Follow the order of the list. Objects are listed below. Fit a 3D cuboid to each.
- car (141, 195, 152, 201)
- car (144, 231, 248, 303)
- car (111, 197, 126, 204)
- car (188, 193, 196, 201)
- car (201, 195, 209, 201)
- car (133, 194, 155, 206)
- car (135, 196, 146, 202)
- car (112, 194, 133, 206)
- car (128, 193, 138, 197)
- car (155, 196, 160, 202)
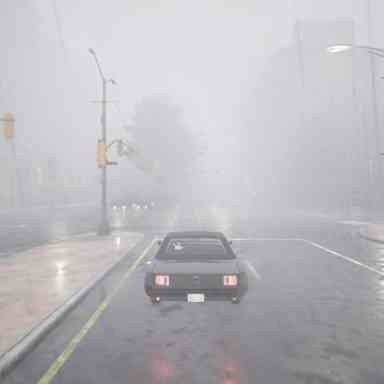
[{"bbox_3d":[-11.487,1.524,84.632,2.128,1.511,4.902,0,0,0],"label":"car"},{"bbox_3d":[0.076,1.601,8.154,1.895,1.301,4.718,0,0,0],"label":"car"},{"bbox_3d":[-14.740,1.594,66.810,1.895,1.301,4.718,0,0,0],"label":"car"},{"bbox_3d":[0.013,1.539,85.794,2.033,1.411,5.357,0,0,0],"label":"car"},{"bbox_3d":[3.513,1.594,86.971,1.895,1.301,4.718,0,0,0],"label":"car"},{"bbox_3d":[-8.080,1.547,56.501,2.033,1.411,5.357,0,0,0],"label":"car"},{"bbox_3d":[-11.489,1.552,74.399,1.994,1.385,4.181,0,0,0],"label":"car"},{"bbox_3d":[-11.580,1.525,55.103,1.812,1.442,4.674,0,0,0],"label":"car"},{"bbox_3d":[-11.528,1.221,64.515,2.150,2.045,5.566,0,0,1],"label":"car"},{"bbox_3d":[-8.020,1.563,65.737,1.994,1.385,4.181,0,0,1],"label":"car"}]
